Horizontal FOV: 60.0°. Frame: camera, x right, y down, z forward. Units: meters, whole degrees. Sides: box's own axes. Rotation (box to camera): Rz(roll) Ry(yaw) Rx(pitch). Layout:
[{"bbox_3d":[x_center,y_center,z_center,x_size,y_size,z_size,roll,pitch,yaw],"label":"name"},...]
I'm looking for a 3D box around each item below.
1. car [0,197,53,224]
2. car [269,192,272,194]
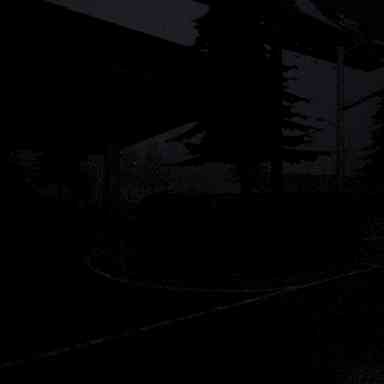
[{"bbox_3d":[-11.997,1.313,23.462,3.866,1.878,1.905,0,0,-36],"label":"car"},{"bbox_3d":[6.204,1.050,28.677,2.150,2.045,5.566,0,1,-34],"label":"car"}]
